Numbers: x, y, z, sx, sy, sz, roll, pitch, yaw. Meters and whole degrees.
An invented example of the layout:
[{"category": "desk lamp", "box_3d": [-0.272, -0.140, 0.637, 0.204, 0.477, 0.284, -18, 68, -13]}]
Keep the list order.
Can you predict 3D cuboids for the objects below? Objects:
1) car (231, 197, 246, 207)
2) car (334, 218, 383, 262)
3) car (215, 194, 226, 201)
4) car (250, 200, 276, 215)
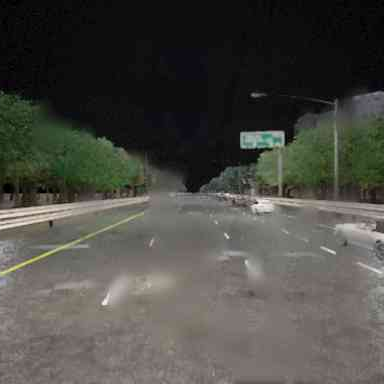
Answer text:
[{"category": "car", "box_3d": [7.138, 1.461, 51.035, 2.128, 1.511, 4.902, 0, 0, 0]}, {"category": "car", "box_3d": [7.011, 1.603, 12.130, 1.895, 1.301, 4.718, 0, 0, 0]}, {"category": "car", "box_3d": [7.266, 1.438, 81.159, 1.837, 1.490, 4.892, 0, 0, 0]}, {"category": "car", "box_3d": [7.065, 1.523, 33.034, 1.812, 1.442, 4.674, 0, 0, 0]}]
